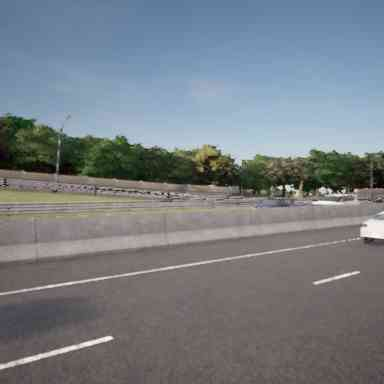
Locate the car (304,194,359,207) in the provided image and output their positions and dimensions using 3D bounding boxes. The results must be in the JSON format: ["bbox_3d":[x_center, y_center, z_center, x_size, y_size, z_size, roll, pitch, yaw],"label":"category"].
[{"bbox_3d":[13.182,1.227,30.583,5.566,2.045,2.150,0,0,-35],"label":"car"}]

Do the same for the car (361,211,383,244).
[{"bbox_3d":[9.224,1.532,14.622,4.674,1.442,1.812,0,0,-36],"label":"car"}]

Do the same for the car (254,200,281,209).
[{"bbox_3d":[9.118,1.553,36.284,5.357,1.411,2.033,0,0,-35],"label":"car"}]

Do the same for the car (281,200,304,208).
[{"bbox_3d":[11.531,1.606,33.704,4.718,1.301,1.895,0,0,-35],"label":"car"}]
